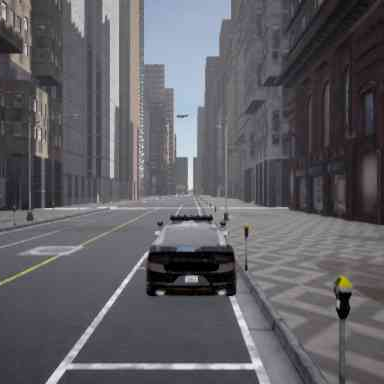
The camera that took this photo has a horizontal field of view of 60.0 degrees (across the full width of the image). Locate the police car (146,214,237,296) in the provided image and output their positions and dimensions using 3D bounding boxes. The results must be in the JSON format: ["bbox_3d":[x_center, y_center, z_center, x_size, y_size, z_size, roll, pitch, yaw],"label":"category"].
[{"bbox_3d":[-0.012,1.416,8.760,1.930,1.638,5.238,0,0,0],"label":"police car"}]
